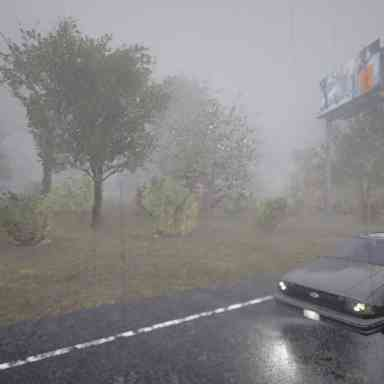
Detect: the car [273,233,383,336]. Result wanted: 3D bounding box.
[{"bbox_3d":[4.093,1.590,6.834,5.357,1.411,2.033,0,0,-35],"label":"car"}]
